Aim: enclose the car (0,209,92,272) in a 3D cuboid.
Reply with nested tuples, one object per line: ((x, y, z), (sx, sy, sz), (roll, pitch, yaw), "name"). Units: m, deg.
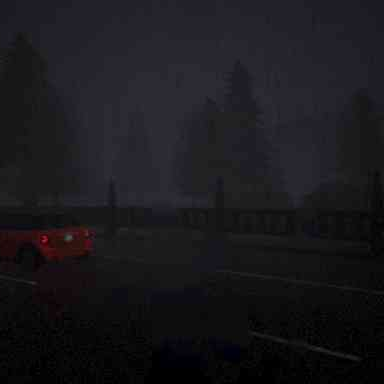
((-5.625, 1.449, 11.283), (4.553, 1.767, 2.097), (-1, 0, 30), "car")
